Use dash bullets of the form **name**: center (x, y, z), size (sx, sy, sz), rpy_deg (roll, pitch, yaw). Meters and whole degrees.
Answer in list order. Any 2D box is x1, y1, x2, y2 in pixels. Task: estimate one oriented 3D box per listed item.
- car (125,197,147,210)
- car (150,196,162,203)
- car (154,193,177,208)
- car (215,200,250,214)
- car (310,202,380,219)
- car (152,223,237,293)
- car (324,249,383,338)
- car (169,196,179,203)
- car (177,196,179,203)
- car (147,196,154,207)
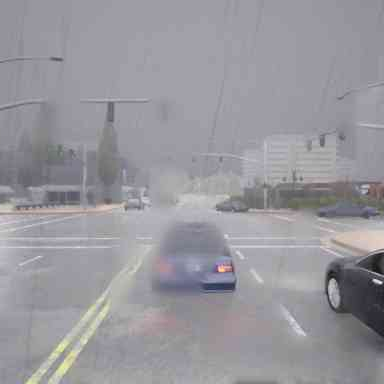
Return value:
- **car**: center (-7.221, 1.526, 42.056), size (1.812, 1.442, 4.674), rpy_deg (0, 0, 0)
- **car**: center (-7.209, 1.507, 67.391), size (1.837, 1.490, 4.892), rpy_deg (0, -1, 0)
- **car**: center (-3.726, 1.221, 48.351), size (2.150, 2.045, 5.566), rpy_deg (0, 0, 0)
- **car**: center (4.298, 1.564, 36.154), size (1.994, 1.385, 4.181), rpy_deg (-1, 0, -34)
- **car**: center (12.969, 1.547, 28.308), size (5.357, 1.411, 2.033), rpy_deg (0, 0, -2)
- **car**: center (0.056, 1.547, 8.993), size (2.033, 1.411, 5.357), rpy_deg (0, 0, 0)
- **car**: center (3.548, 1.505, 4.746), size (1.837, 1.490, 4.892), rpy_deg (0, 0, 0)
- **car**: center (-3.705, 1.506, 68.845), size (1.837, 1.490, 4.892), rpy_deg (0, 0, 0)
- **car**: center (-3.748, 1.526, 58.107), size (1.812, 1.442, 4.674), rpy_deg (0, 0, 0)
- **car**: center (-7.241, 1.526, 51.009), size (1.812, 1.442, 4.674), rpy_deg (0, 0, 0)
